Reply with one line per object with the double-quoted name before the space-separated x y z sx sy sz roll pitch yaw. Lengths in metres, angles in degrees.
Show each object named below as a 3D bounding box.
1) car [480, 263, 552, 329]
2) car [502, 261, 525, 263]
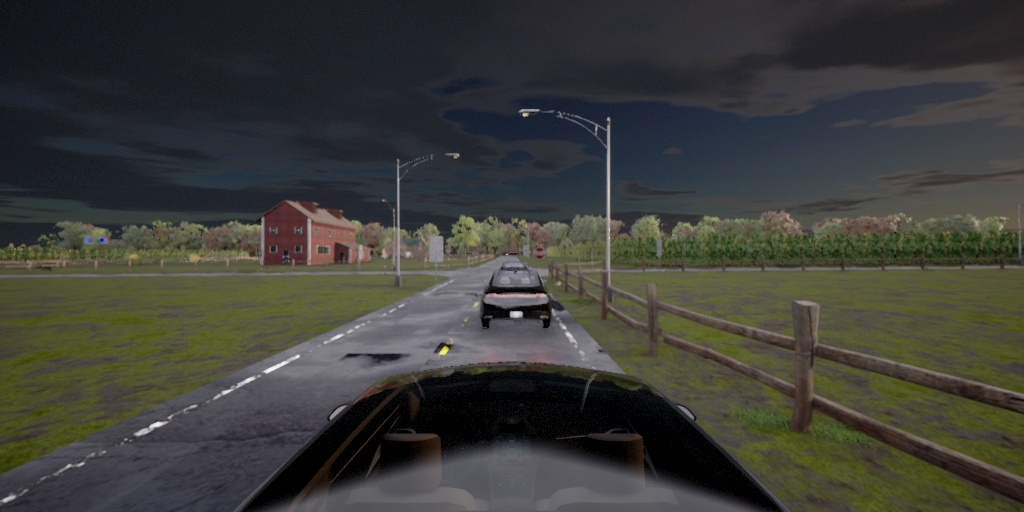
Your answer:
"car" 0.100 1.133 10.870 2.128 1.511 4.902 0 1 0
"car" 0.100 1.017 20.638 2.128 1.511 4.902 0 1 0
